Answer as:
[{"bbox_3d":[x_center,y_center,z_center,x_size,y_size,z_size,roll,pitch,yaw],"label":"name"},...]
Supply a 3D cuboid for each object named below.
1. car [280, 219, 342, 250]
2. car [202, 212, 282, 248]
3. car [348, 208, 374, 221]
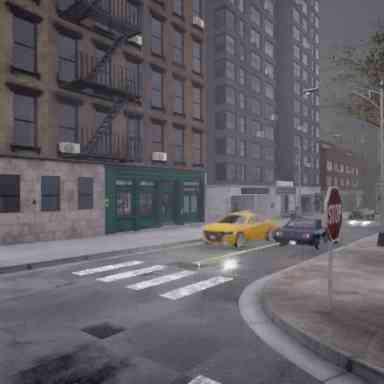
[{"bbox_3d":[5.758,1.937,16.111,1.895,1.301,4.718,0,-1,39],"label":"car"},{"bbox_3d":[2.474,1.794,16.734,1.882,1.535,5.008,0,-1,39],"label":"car"},{"bbox_3d":[19.097,2.499,37.438,1.994,1.385,4.181,0,-2,39],"label":"car"}]
